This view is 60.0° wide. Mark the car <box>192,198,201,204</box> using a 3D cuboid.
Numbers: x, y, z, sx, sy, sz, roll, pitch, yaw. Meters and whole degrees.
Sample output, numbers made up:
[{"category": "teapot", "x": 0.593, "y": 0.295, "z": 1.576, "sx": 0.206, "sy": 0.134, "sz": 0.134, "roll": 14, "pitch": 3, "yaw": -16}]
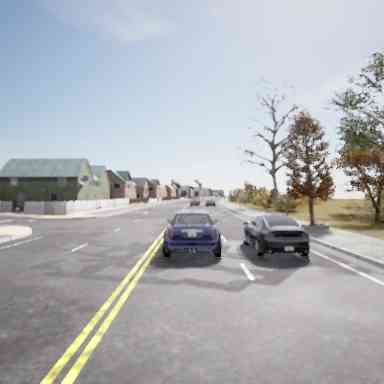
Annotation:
[{"category": "car", "x": 1.184, "y": 2.202, "z": 82.357, "sx": 2.033, "sy": 1.411, "sz": 5.357, "roll": 0, "pitch": -1, "yaw": 3}]

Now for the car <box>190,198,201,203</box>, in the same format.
[{"category": "car", "x": 0.592, "y": 2.173, "z": 68.055, "sx": 2.128, "sy": 1.511, "sz": 4.902, "roll": 0, "pitch": 0, "yaw": 2}]

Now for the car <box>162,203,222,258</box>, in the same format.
[{"category": "car", "x": 0.022, "y": 1.494, "z": 13.502, "sx": 2.097, "sy": 1.767, "sz": 4.553, "roll": 0, "pitch": -1, "yaw": 0}]

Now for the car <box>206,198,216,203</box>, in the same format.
[{"category": "car", "x": 3.843, "y": 2.241, "z": 67.939, "sx": 1.994, "sy": 1.385, "sz": 4.181, "roll": 0, "pitch": 0, "yaw": 2}]

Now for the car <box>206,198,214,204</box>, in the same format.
[{"category": "car", "x": 4.432, "y": 2.253, "z": 82.226, "sx": 1.895, "sy": 1.301, "sz": 4.718, "roll": 0, "pitch": -1, "yaw": 3}]

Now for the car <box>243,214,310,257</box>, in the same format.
[{"category": "car", "x": 3.272, "y": 1.651, "z": 13.554, "sx": 1.837, "sy": 1.490, "sz": 4.892, "roll": 0, "pitch": 0, "yaw": 0}]
